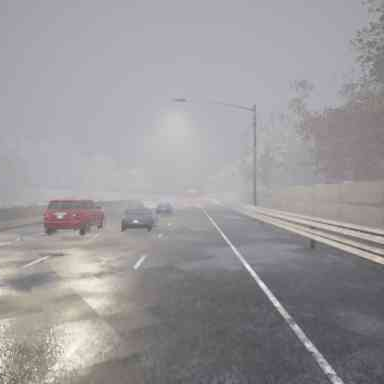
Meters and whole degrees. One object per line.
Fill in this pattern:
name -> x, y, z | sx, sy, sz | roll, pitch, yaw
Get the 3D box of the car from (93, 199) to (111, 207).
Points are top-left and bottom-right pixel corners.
car -> -17.492, 2.196, 64.791 | 2.033, 1.411, 5.357 | 0, -1, 0

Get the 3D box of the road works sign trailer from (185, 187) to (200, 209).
road works sign trailer -> 0.007, 0.982, 54.137 | 2.380, 3.560, 2.880 | 0, -1, 0

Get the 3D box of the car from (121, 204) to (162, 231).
car -> -3.397, 1.766, 22.142 | 1.994, 1.385, 4.181 | 0, 0, 0

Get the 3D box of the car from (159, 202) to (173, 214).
car -> -3.394, 1.949, 41.157 | 1.994, 1.385, 4.181 | 0, -1, 0

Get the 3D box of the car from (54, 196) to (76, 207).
car -> -24.492, 1.841, 64.603 | 2.150, 2.045, 5.566 | 0, -1, 0

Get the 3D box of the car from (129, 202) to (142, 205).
car -> -6.894, 1.948, 41.038 | 1.994, 1.385, 4.181 | 0, -1, 0

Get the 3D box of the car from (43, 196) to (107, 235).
car -> -6.896, 1.404, 20.064 | 2.150, 2.045, 5.566 | 0, 0, 0

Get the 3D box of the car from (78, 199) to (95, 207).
car -> -20.991, 2.108, 66.435 | 1.837, 1.490, 4.892 | 0, -1, 0
